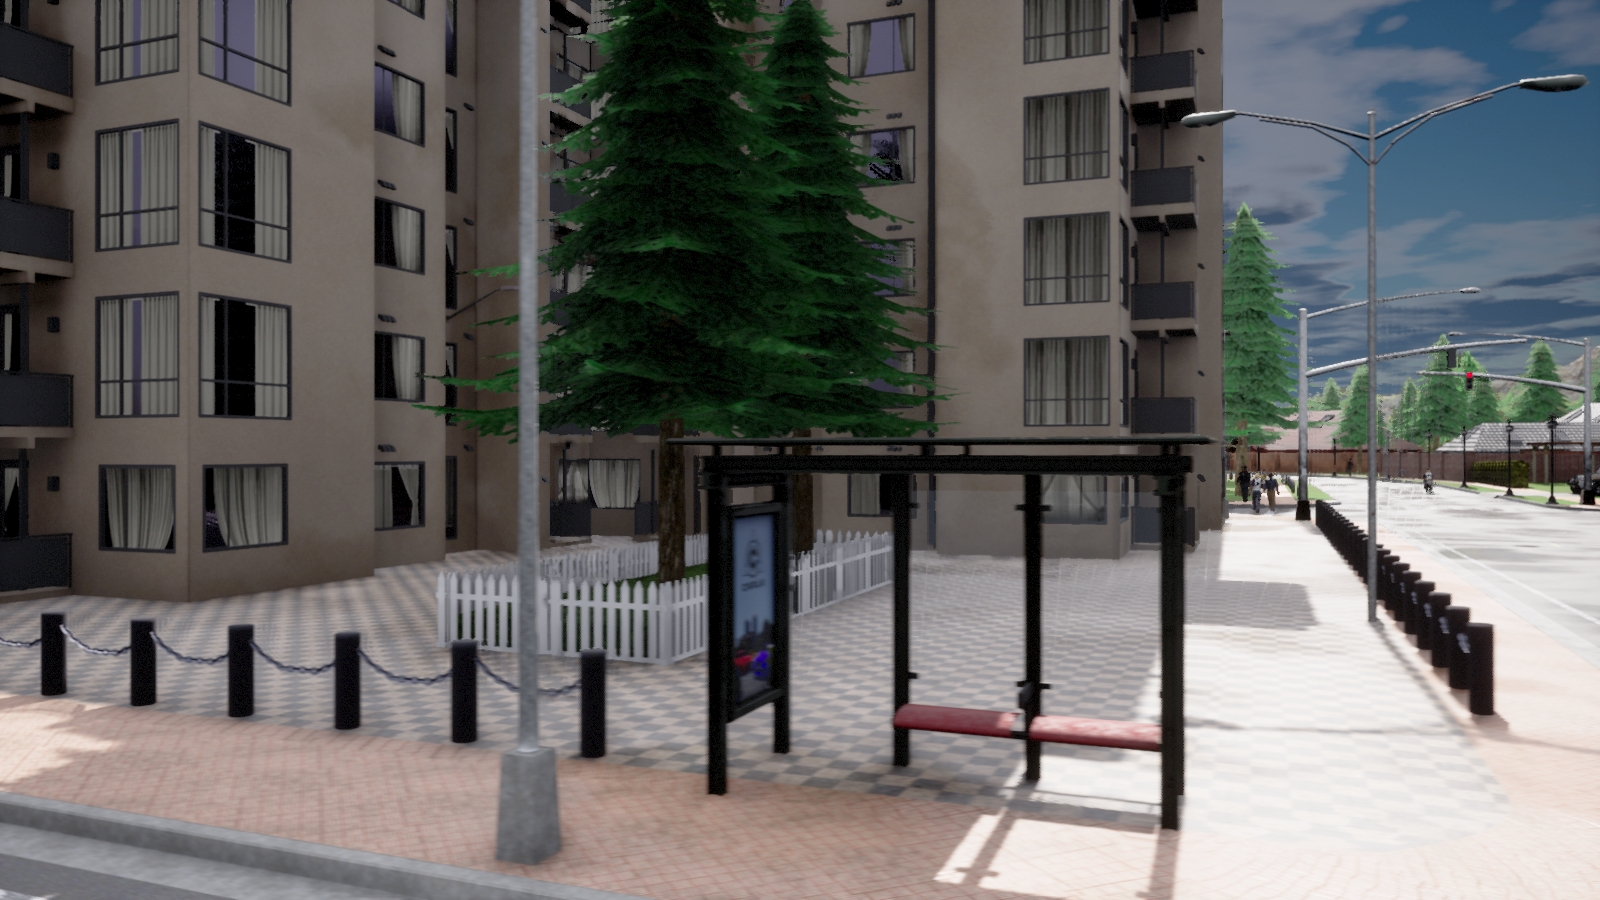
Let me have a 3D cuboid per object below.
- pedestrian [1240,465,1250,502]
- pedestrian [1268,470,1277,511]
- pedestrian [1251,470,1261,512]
[{"bbox_3d":[22.598,1.695,58.032,0.375,1.860,0.375,0,0,33],"label":"pedestrian"},{"bbox_3d":[21.452,1.847,51.906,0.375,1.860,0.375,0,0,22],"label":"pedestrian"},{"bbox_3d":[20.625,1.847,51.635,0.375,1.860,0.375,0,0,16],"label":"pedestrian"}]
